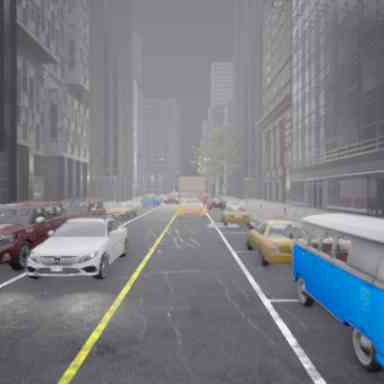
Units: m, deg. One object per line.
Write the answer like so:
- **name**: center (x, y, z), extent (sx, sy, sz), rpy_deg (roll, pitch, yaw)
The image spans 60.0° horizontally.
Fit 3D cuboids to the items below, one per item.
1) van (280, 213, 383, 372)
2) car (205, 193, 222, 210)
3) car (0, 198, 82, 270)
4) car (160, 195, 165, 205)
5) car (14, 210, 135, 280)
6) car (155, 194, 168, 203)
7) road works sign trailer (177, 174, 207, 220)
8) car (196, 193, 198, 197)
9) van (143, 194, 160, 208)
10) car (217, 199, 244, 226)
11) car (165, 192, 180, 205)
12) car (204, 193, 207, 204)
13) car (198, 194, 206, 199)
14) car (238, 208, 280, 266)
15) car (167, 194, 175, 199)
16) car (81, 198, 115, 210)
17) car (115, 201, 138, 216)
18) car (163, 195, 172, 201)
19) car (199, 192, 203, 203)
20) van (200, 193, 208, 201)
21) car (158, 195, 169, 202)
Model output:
- **van**: center (2.858, 1.323, 5.359), extent (1.690, 1.788, 3.998), rpy_deg (0, 0, 0)
- **car**: center (2.850, 1.277, 39.200), extent (1.967, 1.590, 4.097), rpy_deg (0, 0, 0)
- **car**: center (-5.669, 1.274, 11.019), extent (2.192, 1.841, 5.009), rpy_deg (0, 0, 0)
- **car**: center (-5.679, 1.366, 50.491), extent (1.947, 1.339, 4.313), rpy_deg (0, 0, 0)
- **car**: center (-3.103, 1.489, 9.955), extent (1.812, 1.442, 4.674), rpy_deg (0, 0, 0)
- **car**: center (-5.682, 1.213, 61.769), extent (1.967, 1.590, 4.097), rpy_deg (0, 0, 0)
- **road works sign trailer**: center (-0.006, 0.352, 27.136), extent (2.380, 3.560, 2.880), rpy_deg (0, 0, 0)
- **car**: center (2.836, 1.300, 89.956), extent (1.802, 1.307, 4.206), rpy_deg (0, 0, 0)
- **van**: center (-5.676, 1.158, 44.852), extent (1.690, 1.788, 3.998), rpy_deg (0, 0, 0)
- **car**: center (2.861, 1.433, 22.485), extent (1.752, 1.417, 4.829), rpy_deg (0, 1, 1)
- **car**: center (-3.078, 1.147, 52.363), extent (2.097, 1.767, 4.553), rpy_deg (0, 0, 0)
- **car**: center (2.848, 1.257, 44.839), extent (1.967, 1.590, 4.097), rpy_deg (0, 0, 0)
- **car**: center (2.834, 1.282, 95.594), extent (1.947, 1.339, 4.313), rpy_deg (0, 0, 0)
- **car**: center (2.857, 1.484, 11.172), extent (1.752, 1.417, 4.829), rpy_deg (0, 0, 0)
- **car**: center (-5.690, 1.244, 89.794), extent (1.752, 1.417, 4.829), rpy_deg (0, 0, 0)
- **car**: center (-5.670, 1.251, 16.659), extent (2.192, 1.841, 5.009), rpy_deg (0, 0, 0)
- **car**: center (-5.673, 1.411, 27.728), extent (1.752, 1.417, 4.829), rpy_deg (0, 1, 1)
- **car**: center (-5.686, 1.319, 78.687), extent (1.802, 1.307, 4.206), rpy_deg (0, 0, 0)
- **car**: center (2.845, 1.101, 56.118), extent (2.192, 1.841, 5.009), rpy_deg (0, 0, 0)
- **van**: center (2.840, 1.078, 78.676), extent (1.690, 1.788, 3.998), rpy_deg (0, 0, 0)
- **car**: center (-5.683, 1.306, 67.408), extent (1.887, 1.381, 4.507), rpy_deg (0, 0, 0)
